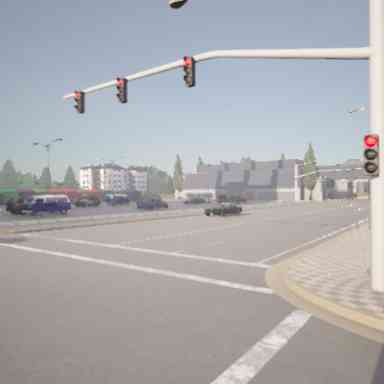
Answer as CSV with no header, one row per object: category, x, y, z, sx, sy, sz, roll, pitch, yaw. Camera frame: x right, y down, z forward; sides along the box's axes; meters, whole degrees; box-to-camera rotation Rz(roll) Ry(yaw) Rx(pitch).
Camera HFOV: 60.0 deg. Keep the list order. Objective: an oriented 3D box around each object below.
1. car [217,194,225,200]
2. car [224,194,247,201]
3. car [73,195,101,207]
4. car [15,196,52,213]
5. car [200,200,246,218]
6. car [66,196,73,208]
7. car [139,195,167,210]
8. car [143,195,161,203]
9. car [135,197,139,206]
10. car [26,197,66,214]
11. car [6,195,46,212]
car,6.479,1.422,66.055,1.905,1.878,3.866,-1,0,36
car,8.773,1.397,64.289,1.932,1.855,4.605,-1,0,36
car,-19.723,1.575,63.612,1.932,1.855,4.605,-1,0,36
car,-22.038,1.733,46.648,1.784,1.438,3.905,-1,0,36
car,3.107,1.753,32.858,1.895,1.301,4.718,-1,0,36
car,-22.011,1.806,65.387,1.784,1.438,3.905,-1,0,36
car,-6.089,1.692,53.628,1.970,1.475,3.806,-1,0,36
car,-9.312,1.567,77.704,1.905,1.878,3.866,-1,0,36
car,-11.631,1.828,79.435,1.970,1.475,3.806,-1,0,36
car,-19.712,1.743,44.924,1.970,1.475,3.806,-1,0,36
car,-24.226,1.543,48.205,1.932,1.855,4.605,-1,0,36
